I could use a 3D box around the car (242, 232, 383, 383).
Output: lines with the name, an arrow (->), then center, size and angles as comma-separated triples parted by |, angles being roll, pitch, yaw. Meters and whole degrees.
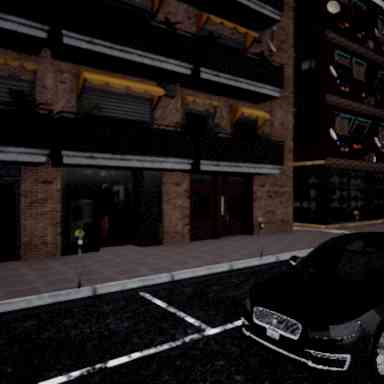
car -> 2.970, 1.485, 5.492 | 4.892, 1.490, 1.837 | 0, 0, -35
